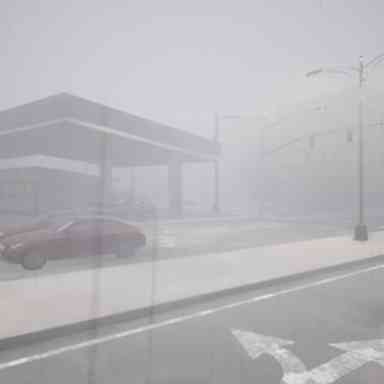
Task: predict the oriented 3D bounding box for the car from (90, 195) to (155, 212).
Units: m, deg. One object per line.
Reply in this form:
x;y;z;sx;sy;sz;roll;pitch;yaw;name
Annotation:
-5.198;1.320;26.216;4.611;1.667;2.242;0;0;-35;car

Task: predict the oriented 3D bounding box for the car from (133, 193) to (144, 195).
-10.986;1.232;68.182;2.150;2.045;5.566;0;0;-36;car

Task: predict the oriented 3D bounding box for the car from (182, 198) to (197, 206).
-1.330;1.618;54.968;2.033;1.411;5.357;0;0;-36;car

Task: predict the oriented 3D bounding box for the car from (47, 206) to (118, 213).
-5.777;1.533;13.972;4.674;1.442;1.812;0;0;-36;car

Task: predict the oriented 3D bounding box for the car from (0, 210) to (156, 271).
-3.751;1.533;11.117;4.674;1.442;1.812;0;0;-36;car

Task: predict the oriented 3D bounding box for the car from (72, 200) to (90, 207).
-9.156;1.479;30.450;3.806;1.475;1.970;0;0;-35;car
